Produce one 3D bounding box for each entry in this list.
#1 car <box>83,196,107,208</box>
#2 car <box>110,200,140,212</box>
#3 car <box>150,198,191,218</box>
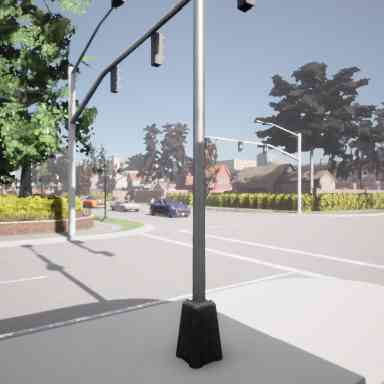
[{"bbox_3d":[-13.712,1.352,46.866,2.097,1.767,4.553,0,0,-36],"label":"car"},{"bbox_3d":[-7.822,1.601,38.726,1.895,1.301,4.718,0,0,-36],"label":"car"},{"bbox_3d":[-2.078,1.352,30.790,2.097,1.767,4.553,0,0,-36],"label":"car"}]
